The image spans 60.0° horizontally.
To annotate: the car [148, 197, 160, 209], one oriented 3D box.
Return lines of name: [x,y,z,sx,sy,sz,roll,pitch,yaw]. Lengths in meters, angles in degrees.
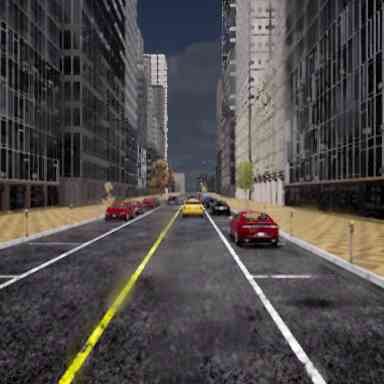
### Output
car: [-5.682,1.442,43.695,1.887,1.381,4.507,0,0,0]

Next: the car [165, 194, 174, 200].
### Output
car: [-5.677,1.315,83.544,2.008,1.369,4.403,0,0,0]

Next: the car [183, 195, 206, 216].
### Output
car: [0.086,1.388,31.111,1.801,1.575,5.366,0,0,0]

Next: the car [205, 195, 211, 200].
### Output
car: [2.698,1.463,43.685,1.947,1.339,4.313,0,0,0]

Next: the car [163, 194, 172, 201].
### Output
car: [-5.677,1.312,77.680,1.752,1.417,4.829,0,0,0]

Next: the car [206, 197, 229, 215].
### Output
car: [2.697,1.495,32.301,1.947,1.339,4.313,0,0,0]

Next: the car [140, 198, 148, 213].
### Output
car: [-5.684,1.510,32.310,1.802,1.307,4.206,0,0,0]

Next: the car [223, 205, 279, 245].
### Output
car: [2.694,1.516,15.224,1.887,1.381,4.507,0,0,0]

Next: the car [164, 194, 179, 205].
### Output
car: [-3.064,1.373,53.597,1.837,1.490,4.892,0,0,0]

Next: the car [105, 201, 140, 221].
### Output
car: [-5.685,1.488,26.616,1.887,1.381,4.507,0,0,0]

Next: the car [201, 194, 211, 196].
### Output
car: [2.700,1.430,55.070,1.947,1.339,4.313,0,0,0]

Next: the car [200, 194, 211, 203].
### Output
car: [2.702,1.267,66.454,1.967,1.590,4.097,0,0,0]

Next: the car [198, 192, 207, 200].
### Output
car: [2.706,1.058,89.222,2.192,1.841,5.009,0,0,0]
